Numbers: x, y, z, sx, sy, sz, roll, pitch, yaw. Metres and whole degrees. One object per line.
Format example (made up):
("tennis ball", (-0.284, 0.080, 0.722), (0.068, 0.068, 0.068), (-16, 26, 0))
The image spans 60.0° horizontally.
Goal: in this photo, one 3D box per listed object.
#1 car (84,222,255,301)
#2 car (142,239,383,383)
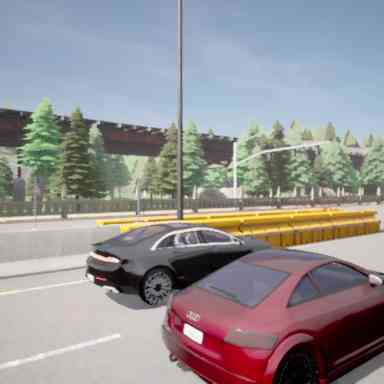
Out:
("car", (-0.044, 1.486, 8.016), (4.902, 1.511, 2.128), (0, 0, -35))
("car", (1.638, 1.559, 4.916), (4.181, 1.385, 1.994), (0, 0, -36))
